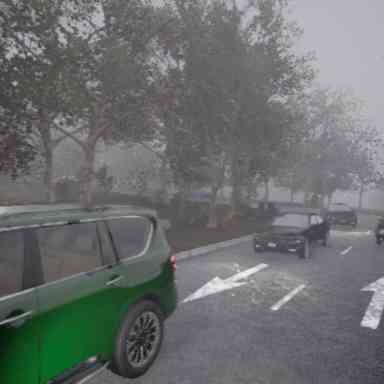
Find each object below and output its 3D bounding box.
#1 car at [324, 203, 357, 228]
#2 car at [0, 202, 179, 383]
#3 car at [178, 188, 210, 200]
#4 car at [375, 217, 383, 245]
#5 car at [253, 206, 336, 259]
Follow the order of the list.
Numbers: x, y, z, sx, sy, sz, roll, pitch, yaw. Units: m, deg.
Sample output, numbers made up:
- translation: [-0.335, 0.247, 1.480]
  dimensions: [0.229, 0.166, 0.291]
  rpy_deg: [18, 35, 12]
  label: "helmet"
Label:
- translation: [10.194, 1.517, 23.345]
  dimensions: [1.882, 1.535, 5.008]
  rpy_deg: [1, 1, 16]
  label: "car"
- translation: [-2.231, 1.169, 3.210]
  dimensions: [2.150, 2.045, 5.566]
  rpy_deg: [1, 0, 29]
  label: "car"
- translation: [0.125, 0.231, 45.363]
  dimensions: [5.008, 1.535, 1.882]
  rpy_deg: [5, 2, 35]
  label: "car"
- translation: [9.770, 1.720, 15.515]
  dimensions: [1.895, 1.301, 4.718]
  rpy_deg: [1, 1, 33]
  label: "car"
- translation: [4.101, 1.522, 13.242]
  dimensions: [1.882, 1.535, 5.008]
  rpy_deg: [1, 0, 34]
  label: "car"
